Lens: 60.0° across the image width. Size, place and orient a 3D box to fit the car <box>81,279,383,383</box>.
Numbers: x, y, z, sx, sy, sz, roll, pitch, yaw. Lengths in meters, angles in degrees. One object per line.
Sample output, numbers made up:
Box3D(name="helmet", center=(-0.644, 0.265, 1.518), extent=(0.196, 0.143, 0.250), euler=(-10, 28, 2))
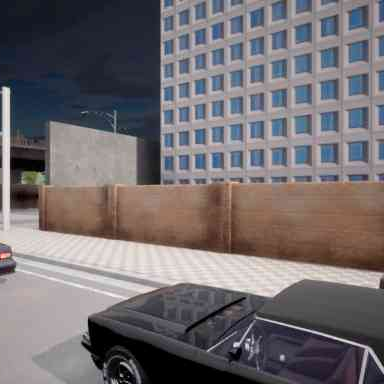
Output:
Box3D(name="car", center=(1.042, 1.601, 3.242), extent=(4.718, 1.301, 1.895), euler=(0, 0, 36))

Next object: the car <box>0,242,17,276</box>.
Box3D(name="car", center=(-6.762, 1.547, 8.821), extent=(5.357, 1.411, 2.033), euler=(0, 0, 36))
